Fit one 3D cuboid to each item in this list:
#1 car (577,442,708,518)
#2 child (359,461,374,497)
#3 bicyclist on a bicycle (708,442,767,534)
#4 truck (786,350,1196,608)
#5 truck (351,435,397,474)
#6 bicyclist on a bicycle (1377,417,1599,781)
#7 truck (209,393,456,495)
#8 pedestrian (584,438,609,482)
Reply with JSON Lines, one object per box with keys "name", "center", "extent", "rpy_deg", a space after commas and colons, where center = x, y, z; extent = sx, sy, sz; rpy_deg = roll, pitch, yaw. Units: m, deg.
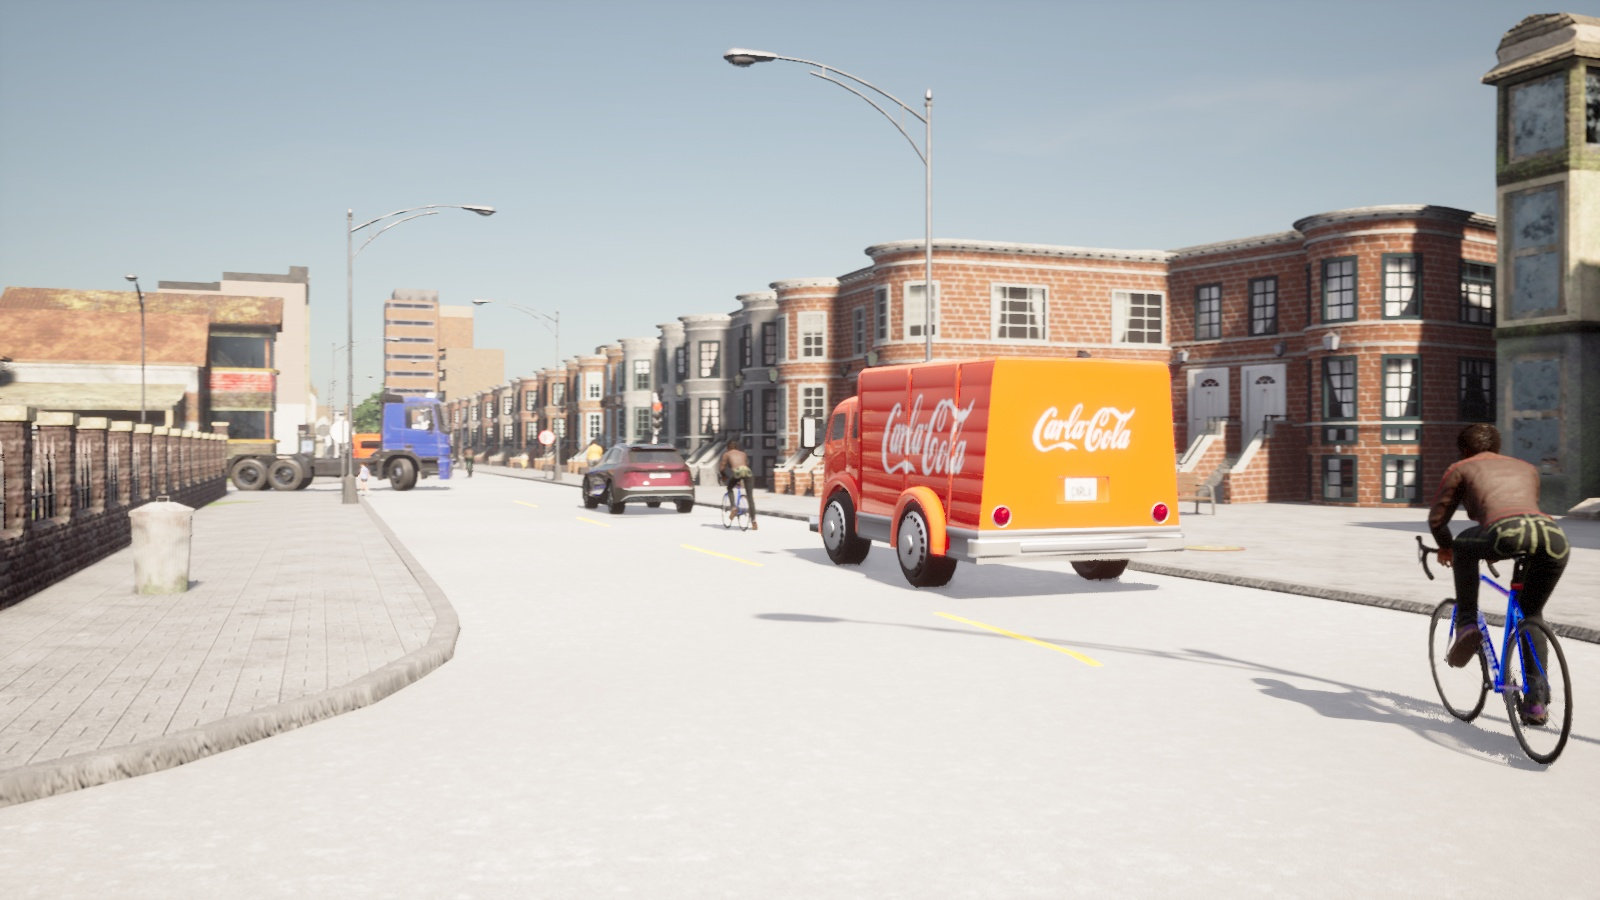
{"name": "car", "center": [-3.863, 0.650, 30.066], "extent": [2.033, 1.649, 4.856], "rpy_deg": [0, 0, -21]}
{"name": "child", "center": [-13.519, 0.907, 39.161], "extent": [0.394, 1.110, 0.255], "rpy_deg": [0, 0, -5]}
{"name": "bicyclist on a bicycle", "center": [-1.151, 0.669, 22.936], "extent": [0.582, 1.620, 1.656], "rpy_deg": [0, 0, -21]}
{"name": "truck", "center": [1.932, 0.236, 14.879], "extent": [2.627, 2.467, 5.204], "rpy_deg": [0, 1, -20]}
{"name": "truck", "center": [-27.875, 0.290, 82.049], "extent": [2.627, 2.467, 5.204], "rpy_deg": [0, 0, -21]}
{"name": "bicyclist on a bicycle", "center": [3.544, 0.669, 6.427], "extent": [0.582, 1.620, 1.656], "rpy_deg": [-1, -1, 7]}
{"name": "truck", "center": [-16.505, -0.213, 44.948], "extent": [7.936, 3.462, 2.891], "rpy_deg": [0, 0, -12]}
{"name": "pedestrian", "center": [-8.711, 0.422, 53.708], "extent": [0.874, 1.855, 0.900], "rpy_deg": [0, 0, -19]}
